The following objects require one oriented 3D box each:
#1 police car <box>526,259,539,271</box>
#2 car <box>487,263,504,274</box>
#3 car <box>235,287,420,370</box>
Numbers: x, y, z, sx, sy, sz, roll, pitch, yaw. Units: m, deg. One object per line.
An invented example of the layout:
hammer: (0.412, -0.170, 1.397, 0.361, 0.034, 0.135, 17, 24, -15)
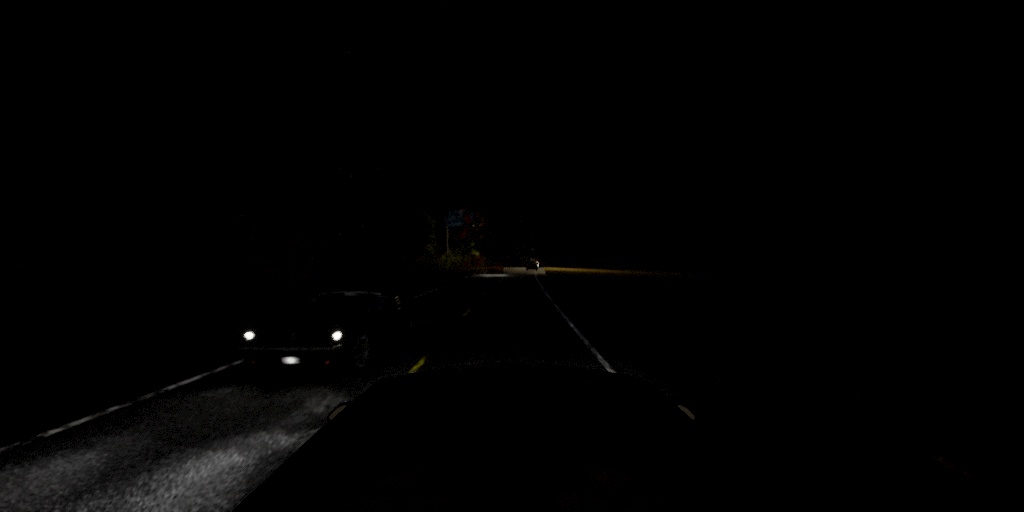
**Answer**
police car: (3.461, 1.738, 63.832, 1.930, 1.638, 5.238, 0, -1, 4)
car: (-2.214, 1.633, 48.267, 1.882, 1.535, 5.008, 0, -1, 4)
car: (-3.566, 1.401, 8.010, 1.895, 1.301, 4.718, 0, -1, 1)
